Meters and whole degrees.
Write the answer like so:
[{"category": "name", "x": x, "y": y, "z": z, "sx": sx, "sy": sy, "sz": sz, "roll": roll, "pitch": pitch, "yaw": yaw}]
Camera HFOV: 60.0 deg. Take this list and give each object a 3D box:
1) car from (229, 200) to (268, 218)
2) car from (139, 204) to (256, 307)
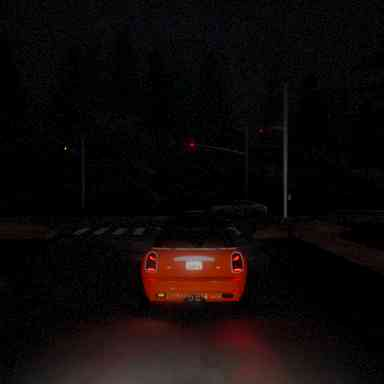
[{"category": "car", "x": 3.831, "y": 1.363, "z": 27.352, "sx": 4.674, "sy": 1.442, "sz": 1.812, "roll": 0, "pitch": 0, "yaw": 0}, {"category": "car", "x": 0.049, "y": 1.352, "z": 8.149, "sx": 2.097, "sy": 1.767, "sz": 4.553, "roll": 0, "pitch": 0, "yaw": 0}]
